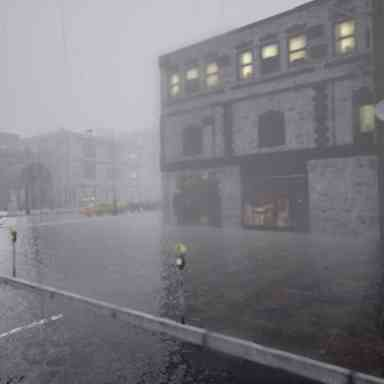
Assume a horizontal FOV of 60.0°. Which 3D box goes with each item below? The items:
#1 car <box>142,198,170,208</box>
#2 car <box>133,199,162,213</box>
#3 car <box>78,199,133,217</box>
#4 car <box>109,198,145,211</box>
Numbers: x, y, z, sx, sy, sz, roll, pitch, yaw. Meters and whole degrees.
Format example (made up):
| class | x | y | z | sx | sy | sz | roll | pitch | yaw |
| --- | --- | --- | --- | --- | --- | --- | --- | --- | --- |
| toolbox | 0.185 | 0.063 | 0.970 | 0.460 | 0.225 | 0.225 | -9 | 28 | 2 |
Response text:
| class | x | y | z | sx | sy | sz | roll | pitch | yaw |
| --- | --- | --- | --- | --- | --- | --- | --- | --- | --- |
| car | -5.248 | 1.628 | 48.996 | 1.802 | 1.307 | 4.206 | -1 | 0 | 36 |
| car | -4.988 | 1.468 | 35.117 | 2.008 | 1.369 | 4.403 | -1 | 0 | 36 |
| car | -8.143 | 1.494 | 30.780 | 1.752 | 1.417 | 4.829 | -1 | 0 | 36 |
| car | -8.604 | 1.625 | 44.384 | 1.752 | 1.417 | 4.829 | -1 | 0 | 36 |
